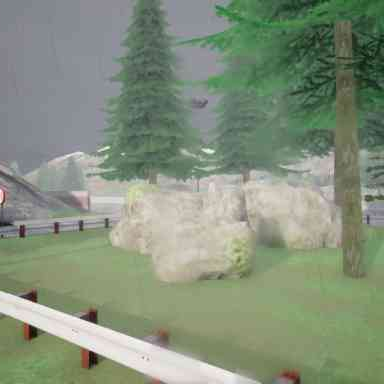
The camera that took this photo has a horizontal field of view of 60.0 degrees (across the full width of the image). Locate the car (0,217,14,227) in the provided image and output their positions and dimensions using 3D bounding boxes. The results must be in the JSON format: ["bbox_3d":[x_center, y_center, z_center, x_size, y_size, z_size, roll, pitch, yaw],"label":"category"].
[{"bbox_3d":[-10.930,1.358,15.432,5.357,1.411,2.033,0,0,17],"label":"car"}]
